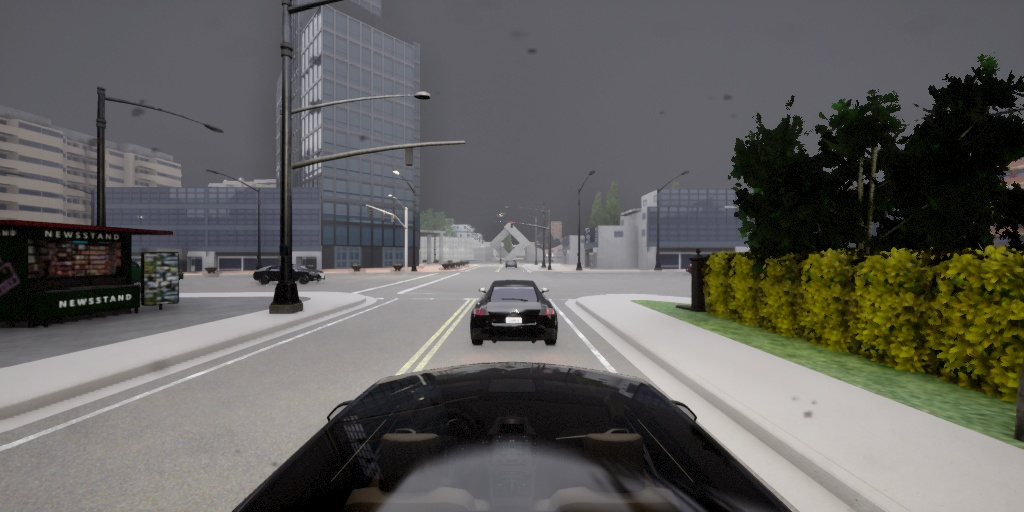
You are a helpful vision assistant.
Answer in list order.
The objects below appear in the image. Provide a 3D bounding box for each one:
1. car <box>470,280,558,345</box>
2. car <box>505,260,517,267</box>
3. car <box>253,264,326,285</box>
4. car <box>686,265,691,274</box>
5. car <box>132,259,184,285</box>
[{"bbox_3d":[0.046,1.314,9.512,1.994,1.385,4.181,0,0,0],"label":"car"},{"bbox_3d":[-0.157,1.314,63.759,1.994,1.385,4.181,0,0,0],"label":"car"},{"bbox_3d":[-16.767,1.352,27.097,4.902,1.511,2.128,-1,0,-1],"label":"car"},{"bbox_3d":[21.205,1.177,38.256,5.008,1.535,1.882,0,0,-1],"label":"car"},{"bbox_3d":[-28.115,1.218,26.959,5.566,2.045,2.150,-1,0,-1],"label":"car"}]
